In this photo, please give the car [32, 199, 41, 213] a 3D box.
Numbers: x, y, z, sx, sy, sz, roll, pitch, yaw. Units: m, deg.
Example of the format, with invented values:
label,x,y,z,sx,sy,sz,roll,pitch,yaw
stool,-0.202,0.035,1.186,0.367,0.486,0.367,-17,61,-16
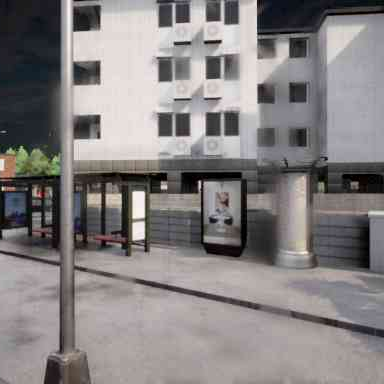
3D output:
label,x,y,z,sx,sy,sz,roll,pitch,yaw
car,-16.152,1.500,34.078,1.837,1.490,4.892,0,1,35
